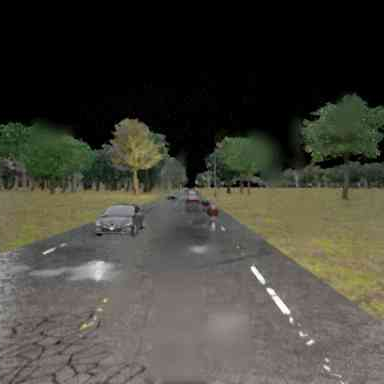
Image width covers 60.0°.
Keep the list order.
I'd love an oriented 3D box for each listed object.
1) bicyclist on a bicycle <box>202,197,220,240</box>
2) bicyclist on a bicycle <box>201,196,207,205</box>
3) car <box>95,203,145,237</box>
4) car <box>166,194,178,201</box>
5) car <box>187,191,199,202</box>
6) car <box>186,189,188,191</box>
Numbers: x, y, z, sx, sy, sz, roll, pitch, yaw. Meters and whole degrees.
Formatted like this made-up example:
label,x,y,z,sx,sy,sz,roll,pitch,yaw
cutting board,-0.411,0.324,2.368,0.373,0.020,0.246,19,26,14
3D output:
label,x,y,z,sx,sy,sz,roll,pitch,yaw
bicyclist on a bicycle,0.964,1.259,15.366,0.659,1.776,1.843,0,1,0
bicyclist on a bicycle,0.967,1.163,24.332,0.659,1.776,1.843,0,1,0
car,-3.594,1.372,17.346,1.837,1.490,4.892,0,1,0
car,-3.517,0.951,58.820,1.895,1.301,4.718,0,1,1
car,0.117,0.956,56.190,1.994,1.385,4.181,0,1,0
car,0.024,0.577,73.617,1.882,1.535,5.008,0,1,0
